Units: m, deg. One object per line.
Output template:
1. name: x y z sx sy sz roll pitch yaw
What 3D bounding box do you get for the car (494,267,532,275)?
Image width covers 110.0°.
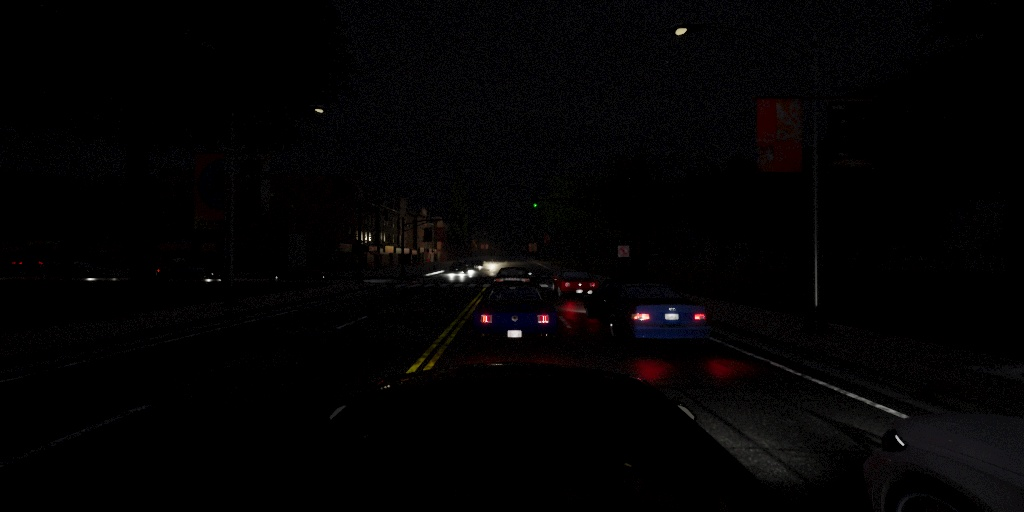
1. car: 0.045 1.314 19.181 1.882 1.535 5.008 0 0 0

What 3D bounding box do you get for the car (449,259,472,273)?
1. car: -6.618 1.427 44.874 1.994 1.385 4.181 0 0 0

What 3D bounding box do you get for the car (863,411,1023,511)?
1. car: 3.344 1.275 0.487 1.812 1.442 4.674 0 0 0

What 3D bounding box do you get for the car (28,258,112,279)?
1. car: -36.884 1.164 30.260 5.008 1.535 1.882 0 0 0

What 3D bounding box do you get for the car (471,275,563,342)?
1. car: 0.078 1.374 9.837 1.895 1.301 4.718 0 0 0

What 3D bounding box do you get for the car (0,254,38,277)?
1. car: -47.206 0.861 33.219 5.566 2.045 2.150 -1 0 0

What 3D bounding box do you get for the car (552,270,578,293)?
1. car: 3.296 1.440 19.611 1.895 1.301 4.718 0 0 0

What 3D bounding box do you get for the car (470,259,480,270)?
1. car: -6.615 1.287 54.955 2.128 1.511 4.902 0 1 0

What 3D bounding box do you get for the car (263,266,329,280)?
1. car: -18.098 1.449 30.251 4.718 1.301 1.895 1 0 0

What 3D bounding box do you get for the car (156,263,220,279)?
1. car: -27.260 1.325 30.248 4.181 1.385 1.994 0 0 0

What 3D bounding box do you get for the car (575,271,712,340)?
1. car: 3.328 1.322 9.963 2.033 1.411 5.357 0 0 0
